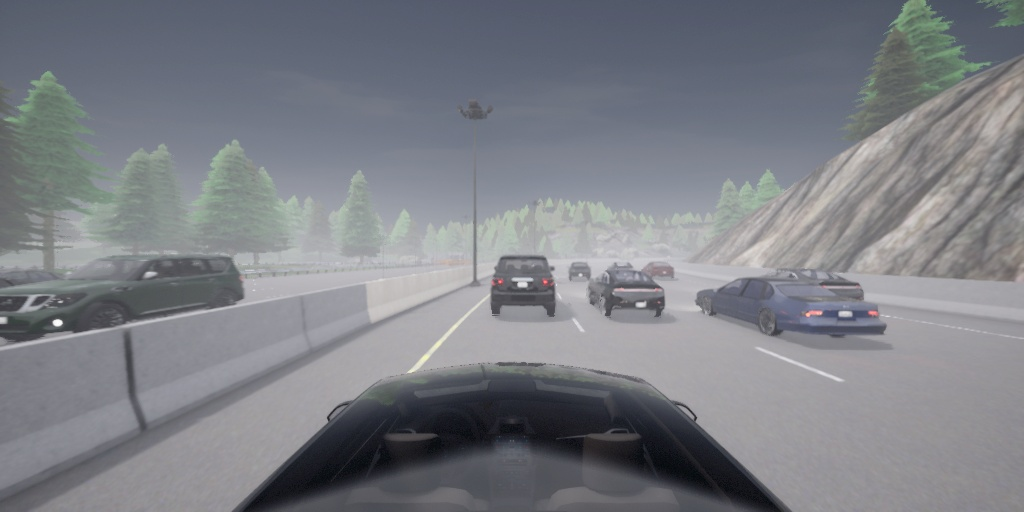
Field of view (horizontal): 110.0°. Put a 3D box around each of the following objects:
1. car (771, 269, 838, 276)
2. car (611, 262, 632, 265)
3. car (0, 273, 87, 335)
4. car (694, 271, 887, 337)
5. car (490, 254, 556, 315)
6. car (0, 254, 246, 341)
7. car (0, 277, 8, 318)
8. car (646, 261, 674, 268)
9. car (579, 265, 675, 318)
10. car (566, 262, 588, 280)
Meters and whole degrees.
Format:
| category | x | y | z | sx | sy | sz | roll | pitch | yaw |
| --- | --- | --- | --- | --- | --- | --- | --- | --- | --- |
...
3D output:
| category | x | y | z | sx | sy | sz | roll | pitch | yaw |
| --- | --- | --- | --- | --- | --- | --- | --- | --- | --- |
| car | 11.032 | 1.242 | 14.133 | 2.128 | 1.511 | 4.902 | 0 | 0 | 4 |
| car | 9.291 | 1.236 | 30.641 | 2.128 | 1.511 | 4.902 | 0 | 0 | 8 |
| car | -13.925 | 1.248 | 8.483 | 1.837 | 1.490 | 4.892 | 0 | 0 | 2 |
| car | 7.296 | 1.298 | 10.242 | 2.033 | 1.411 | 5.357 | 0 | 0 | 2 |
| car | 0.466 | 0.968 | 13.631 | 2.150 | 2.045 | 5.566 | 0 | 0 | 3 |
| car | -10.386 | 0.964 | 10.108 | 2.150 | 2.045 | 5.566 | 0 | 0 | 2 |
| car | -17.405 | 1.342 | 9.328 | 1.895 | 1.301 | 4.718 | 0 | 0 | 2 |
| car | 13.082 | 1.223 | 32.261 | 1.882 | 1.535 | 5.008 | 0 | 0 | 9 |
| car | 3.955 | 1.239 | 13.078 | 2.128 | 1.511 | 4.902 | 0 | 0 | 3 |
| car | 5.771 | 1.248 | 30.744 | 1.837 | 1.490 | 4.892 | 0 | 0 | 8 |
